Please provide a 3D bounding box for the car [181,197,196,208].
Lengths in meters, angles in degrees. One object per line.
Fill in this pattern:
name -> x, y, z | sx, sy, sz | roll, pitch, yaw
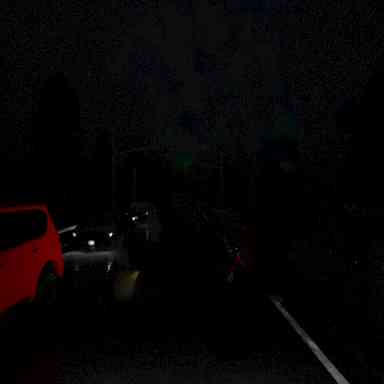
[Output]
car -> -0.468, 1.391, 45.245 | 2.033, 1.411, 5.357 | 0, 0, -1

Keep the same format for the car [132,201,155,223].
car -> -3.808, 1.442, 24.912 | 1.812, 1.442, 4.674 | 0, 0, -1

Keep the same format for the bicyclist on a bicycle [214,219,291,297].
bicyclist on a bicycle -> 1.292, 1.397, 7.113 | 1.656, 1.620, 0.582 | 0, 0, -1

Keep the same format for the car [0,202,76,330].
car -> -3.645, 1.207, 4.526 | 2.150, 2.045, 5.566 | 0, 0, -1

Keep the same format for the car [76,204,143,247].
car -> -3.762, 1.496, 15.058 | 2.033, 1.411, 5.357 | 0, 0, 0
